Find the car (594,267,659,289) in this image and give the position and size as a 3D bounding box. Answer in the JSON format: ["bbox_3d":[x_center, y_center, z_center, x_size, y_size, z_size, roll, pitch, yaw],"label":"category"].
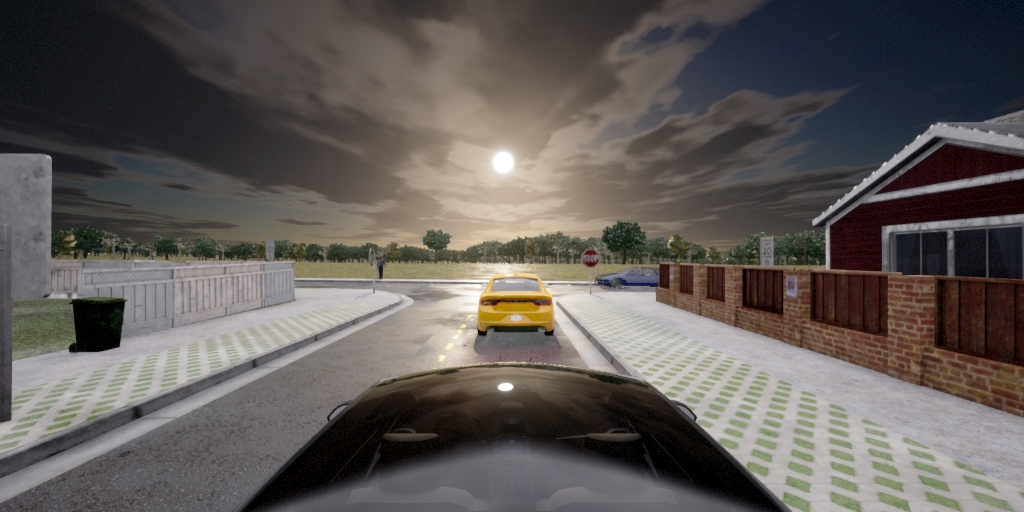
[{"bbox_3d":[8.285,1.431,23.797,5.357,1.411,2.033,1,0,0],"label":"car"}]

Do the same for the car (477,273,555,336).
[{"bbox_3d":[0.092,1.229,10.468,1.882,1.535,5.008,0,0,0],"label":"car"}]

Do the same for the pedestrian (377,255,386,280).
[{"bbox_3d":[-9.721,0.819,26.577,0.375,1.860,0.375,0,-1,0],"label":"pedestrian"}]
